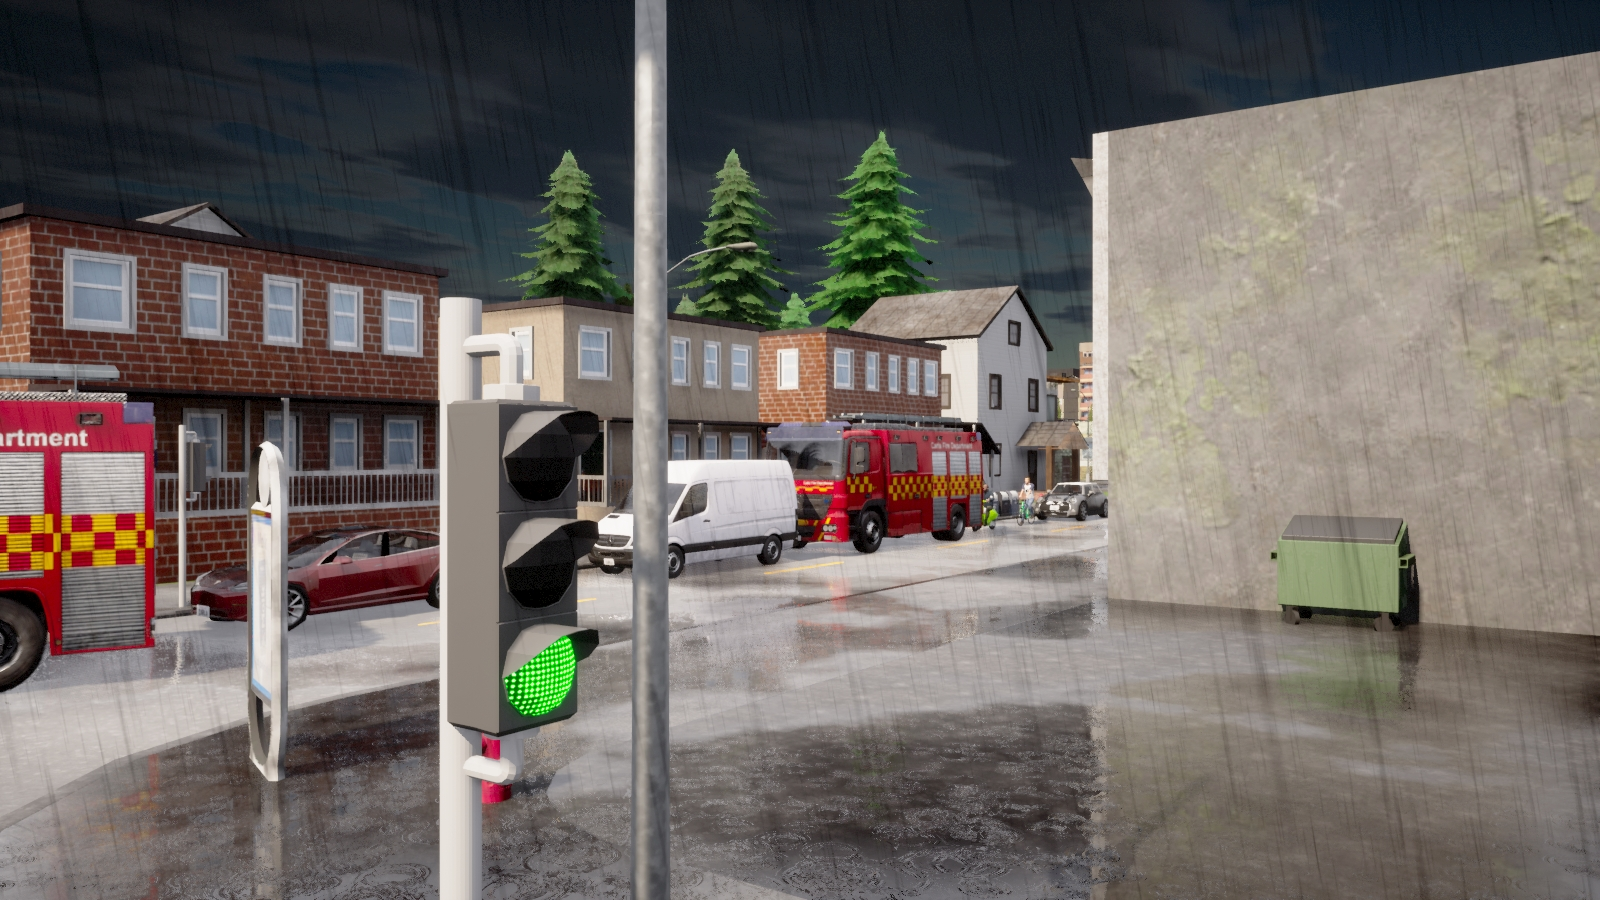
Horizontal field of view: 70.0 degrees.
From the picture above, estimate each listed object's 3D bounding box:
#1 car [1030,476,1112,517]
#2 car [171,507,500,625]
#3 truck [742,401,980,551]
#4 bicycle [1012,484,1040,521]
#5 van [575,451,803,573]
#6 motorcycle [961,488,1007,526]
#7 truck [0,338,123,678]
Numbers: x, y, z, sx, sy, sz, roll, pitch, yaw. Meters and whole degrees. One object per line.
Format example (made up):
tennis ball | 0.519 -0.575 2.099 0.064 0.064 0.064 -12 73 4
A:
car | 11.003 1.837 46.179 1.970 1.475 3.806 0 0 35
car | -7.719 1.835 19.474 2.163 1.488 4.792 0 0 35
truck | 2.054 0.663 33.403 2.891 3.827 8.468 0 0 35
bicycle | 8.406 1.928 42.476 0.373 1.296 1.643 0 0 35
van | -2.442 1.307 26.996 1.988 2.561 5.915 0 0 35
motorcycle | 6.398 1.954 39.613 0.856 1.236 1.805 0 0 35
truck | -12.350 0.662 12.458 8.468 3.827 2.891 0 0 -32
